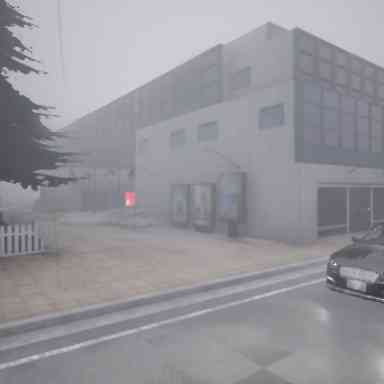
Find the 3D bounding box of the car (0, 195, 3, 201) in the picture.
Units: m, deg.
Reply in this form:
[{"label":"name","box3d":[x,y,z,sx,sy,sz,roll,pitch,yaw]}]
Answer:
[{"label":"car","box3d":[-40.469,1.358,68.892,1.970,1.475,3.806,0,0,-37]}]

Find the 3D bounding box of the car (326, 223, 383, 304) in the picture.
[{"label":"car","box3d":[5.036,1.441,7.585,4.902,1.511,2.128,0,0,-35]}]
